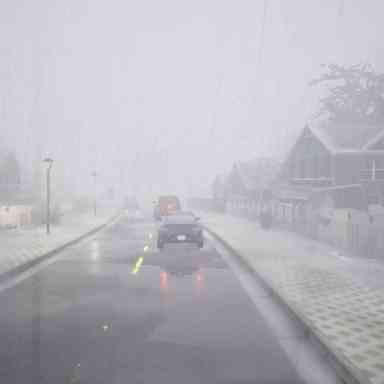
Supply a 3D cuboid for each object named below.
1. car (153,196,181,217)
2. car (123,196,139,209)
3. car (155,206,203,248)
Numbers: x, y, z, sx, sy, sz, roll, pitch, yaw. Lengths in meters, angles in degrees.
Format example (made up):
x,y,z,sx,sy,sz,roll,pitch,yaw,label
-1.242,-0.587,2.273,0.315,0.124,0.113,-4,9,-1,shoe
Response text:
x,y,z,sx,sy,sz,roll,pitch,yaw,label
-2.260,1.356,29.818,2.150,2.045,5.566,0,0,-9,car
-9.384,1.651,50.726,2.150,2.045,5.566,0,-1,-15,car
-0.566,1.552,14.771,1.812,1.442,4.674,0,0,-4,car
